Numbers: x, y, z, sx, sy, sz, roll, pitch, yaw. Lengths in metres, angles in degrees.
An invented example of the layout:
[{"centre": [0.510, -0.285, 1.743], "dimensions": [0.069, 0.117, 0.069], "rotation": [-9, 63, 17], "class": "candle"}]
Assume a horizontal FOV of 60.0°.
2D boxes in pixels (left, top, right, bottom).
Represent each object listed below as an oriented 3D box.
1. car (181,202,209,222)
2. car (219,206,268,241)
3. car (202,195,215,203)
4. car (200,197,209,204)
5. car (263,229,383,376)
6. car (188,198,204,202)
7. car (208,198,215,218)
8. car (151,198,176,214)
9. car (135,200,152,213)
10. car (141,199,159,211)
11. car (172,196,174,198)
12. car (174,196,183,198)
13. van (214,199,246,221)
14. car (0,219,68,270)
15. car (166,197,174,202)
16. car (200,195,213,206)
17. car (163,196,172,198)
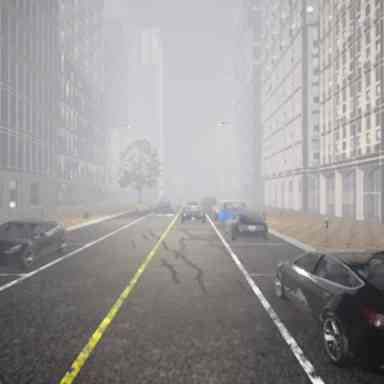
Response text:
[{"centre": [0.102, 1.712, 26.919], "dimensions": [1.895, 1.301, 4.718], "rotation": [0, 0, 0], "class": "car"}, {"centre": [2.694, 1.639, 16.990], "dimensions": [1.947, 1.339, 4.313], "rotation": [0, 0, 0], "class": "car"}, {"centre": [2.699, 1.512, 51.144], "dimensions": [2.192, 1.841, 5.009], "rotation": [0, 0, 0], "class": "car"}, {"centre": [2.700, 1.794, 74.081], "dimensions": [1.752, 1.417, 4.829], "rotation": [0, 0, 0], "class": "car"}, {"centre": [2.693, 1.591, 5.605], "dimensions": [1.947, 1.339, 4.313], "rotation": [0, 0, 0], "class": "car"}, {"centre": [0.105, 1.728, 41.684], "dimensions": [1.994, 1.385, 4.181], "rotation": [0, 0, 0], "class": "car"}, {"centre": [2.696, 1.558, 28.375], "dimensions": [1.967, 1.590, 4.097], "rotation": [0, 0, 0], "class": "car"}, {"centre": [-3.091, 1.715, 37.792], "dimensions": [1.994, 1.385, 4.181], "rotation": [0, 0, 0], "class": "car"}, {"centre": [-5.684, 1.683, 39.600], "dimensions": [1.752, 1.417, 4.829], "rotation": [0, 0, 0], "class": "car"}, {"centre": [-5.684, 1.728, 45.464], "dimensions": [2.008, 1.369, 4.403], "rotation": [0, 0, 0], "class": "car"}, {"centre": [-5.681, 1.833, 73.925], "dimensions": [1.947, 1.339, 4.313], "rotation": [0, 0, 0], "class": "car"}, {"centre": [-2.993, 1.450, 78.941], "dimensions": [1.994, 1.385, 4.181], "rotation": [0, 0, 0], "class": "car"}, {"centre": [2.695, 1.437, 22.684], "dimensions": [1.690, 1.788, 3.998], "rotation": [0, 0, 0], "class": "van"}, {"centre": [-5.688, 1.615, 11.307], "dimensions": [1.947, 1.339, 4.313], "rotation": [0, 0, 0], "class": "car"}, {"centre": [-5.679, 1.881, 85.308], "dimensions": [1.802, 1.307, 4.206], "rotation": [0, 0, 0], "class": "car"}, {"centre": [2.700, 1.549, 62.529], "dimensions": [2.192, 1.841, 5.009], "rotation": [0, 0, 0], "class": "car"}, {"centre": [-5.681, 1.802, 68.233], "dimensions": [2.008, 1.369, 4.403], "rotation": [0, 0, 0], "class": "car"}]
